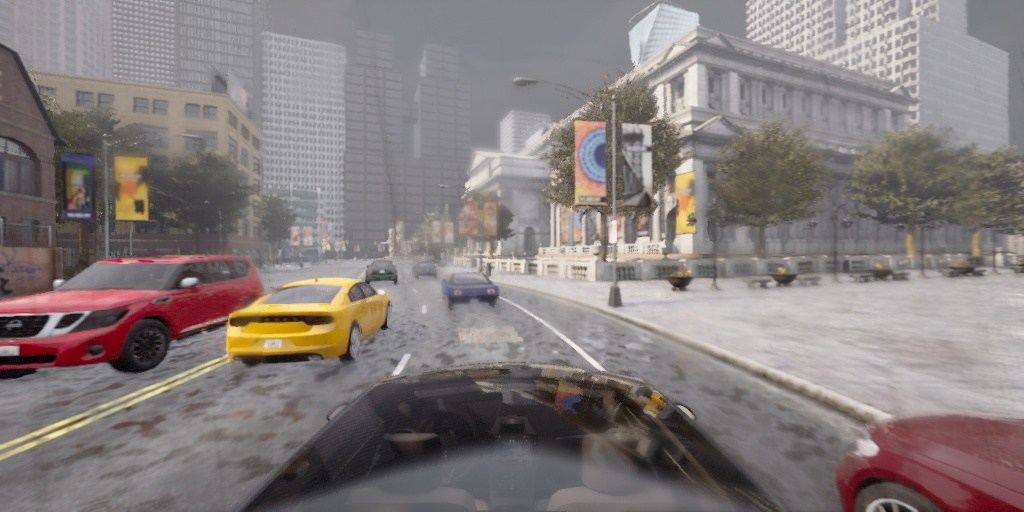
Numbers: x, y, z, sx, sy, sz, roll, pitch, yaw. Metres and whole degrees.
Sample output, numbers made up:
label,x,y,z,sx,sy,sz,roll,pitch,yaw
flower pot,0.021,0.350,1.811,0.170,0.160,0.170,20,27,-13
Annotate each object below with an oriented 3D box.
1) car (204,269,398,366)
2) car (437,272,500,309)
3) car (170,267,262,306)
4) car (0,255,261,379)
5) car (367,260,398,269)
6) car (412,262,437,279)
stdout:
label,x,y,z,sx,sy,sz,roll,pitch,yaw
car,-4.105,1.232,8.159,1.882,1.535,5.008,0,0,-7
car,-1.908,1.311,14.894,1.895,1.301,4.718,0,0,-15
car,-13.742,1.315,17.025,1.812,1.442,4.674,0,0,-18
car,-7.724,1.003,7.872,2.150,2.045,5.566,0,0,-10
car,-9.482,1.072,26.219,2.097,1.767,4.553,-1,0,-20
car,-7.827,1.232,31.971,2.033,1.411,5.357,-1,0,-20
